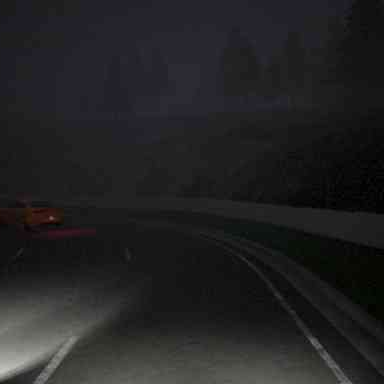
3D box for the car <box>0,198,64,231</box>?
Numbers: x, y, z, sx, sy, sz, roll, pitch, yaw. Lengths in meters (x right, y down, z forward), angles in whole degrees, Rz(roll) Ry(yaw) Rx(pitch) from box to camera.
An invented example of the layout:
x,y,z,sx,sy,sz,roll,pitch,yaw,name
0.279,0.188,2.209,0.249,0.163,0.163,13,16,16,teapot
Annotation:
x,y,z,sx,sy,sz,roll,pitch,yaw,name
-9.025,1.140,18.316,5.008,1.535,1.882,1,0,39,car
